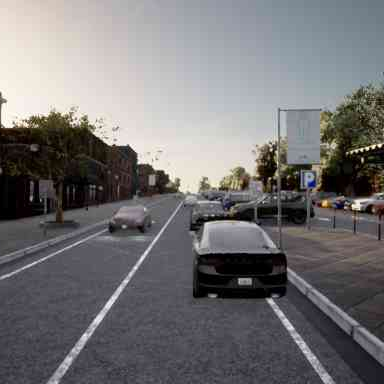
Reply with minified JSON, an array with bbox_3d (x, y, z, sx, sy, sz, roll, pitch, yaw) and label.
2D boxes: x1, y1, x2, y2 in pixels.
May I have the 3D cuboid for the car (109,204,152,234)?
[{"bbox_3d":[-3.402,1.453,19.004,1.812,1.442,4.674,0,0,0],"label":"car"}]

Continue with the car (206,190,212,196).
[{"bbox_3d":[5.514,0.910,54.064,5.566,2.045,2.435,0,1,0],"label":"car"}]

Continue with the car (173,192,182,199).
[{"bbox_3d":[-3.476,0.839,80.423,2.128,1.511,4.902,0,1,0],"label":"car"}]

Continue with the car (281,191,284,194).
[{"bbox_3d":[18.625,0.832,60.234,5.566,2.045,2.435,0,1,0],"label":"car"}]

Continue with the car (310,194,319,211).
[{"bbox_3d":[18.636,1.308,43.576,4.792,1.488,2.163,0,1,0],"label":"car"}]

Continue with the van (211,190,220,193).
[{"bbox_3d":[5.670,0.972,51.265,4.442,1.987,1.878,0,1,0],"label":"van"}]

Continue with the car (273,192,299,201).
[{"bbox_3d":[18.604,0.887,65.788,4.553,1.767,2.185,0,1,0],"label":"car"}]

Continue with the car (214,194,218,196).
[{"bbox_3d":[5.618,1.311,42.849,4.792,1.488,2.163,0,0,0],"label":"car"}]

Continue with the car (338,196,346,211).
[{"bbox_3d":[18.694,1.333,35.250,4.892,1.521,2.231,0,0,0],"label":"car"}]

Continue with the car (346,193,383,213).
[{"bbox_3d":[18.683,1.095,32.474,5.566,2.045,2.435,0,0,0],"label":"car"}]

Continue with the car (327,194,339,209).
[{"bbox_3d":[18.684,1.316,38.027,5.008,1.535,2.097,0,0,0],"label":"car"}]

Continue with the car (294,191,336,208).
[{"bbox_3d":[18.614,0.970,49.131,5.566,2.045,2.435,0,1,0],"label":"car"}]

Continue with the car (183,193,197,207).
[{"bbox_3d":[-0.114,1.266,45.690,1.812,1.442,4.674,0,1,0],"label":"car"}]

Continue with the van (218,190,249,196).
[{"bbox_3d":[5.496,1.094,37.242,4.442,1.987,1.878,0,0,0],"label":"van"}]

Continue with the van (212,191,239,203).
[{"bbox_3d":[5.647,0.900,56.869,4.442,1.987,1.878,0,1,0],"label":"van"}]

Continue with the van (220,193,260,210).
[{"bbox_3d":[5.717,1.075,40.044,4.442,1.987,1.878,0,0,0],"label":"van"}]

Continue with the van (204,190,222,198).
[{"bbox_3d":[5.297,0.539,84.898,4.442,1.987,1.878,0,1,0],"label":"van"}]

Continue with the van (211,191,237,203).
[{"bbox_3d":[5.635,0.864,59.672,4.442,1.987,1.878,0,1,0],"label":"van"}]

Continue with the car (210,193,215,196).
[{"bbox_3d":[5.572,1.228,48.459,4.892,1.521,2.231,0,1,0],"label":"car"}]

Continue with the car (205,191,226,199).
[{"bbox_3d":[5.417,0.747,76.491,4.553,1.767,2.185,0,1,0],"label":"car"}]

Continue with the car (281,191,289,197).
[{"bbox_3d":[18.794,1.116,57.462,5.366,1.575,1.946,0,1,0],"label":"car"}]

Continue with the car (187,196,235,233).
[{"bbox_3d":[0.923,1.281,18.475,2.097,1.767,4.553,0,0,0],"label":"car"}]

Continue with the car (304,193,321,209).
[{"bbox_3d":[18.683,1.280,46.360,4.792,1.488,2.163,0,1,0],"label":"car"}]

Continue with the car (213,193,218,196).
[{"bbox_3d":[5.575,1.296,45.657,4.674,1.452,2.002,0,1,0],"label":"car"}]

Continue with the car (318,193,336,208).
[{"bbox_3d":[18.862,1.294,40.805,5.366,1.575,1.946,0,0,0],"label":"car"}]

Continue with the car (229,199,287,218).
[{"bbox_3d":[5.650,1.403,28.830,4.674,1.452,2.002,0,0,0],"label":"car"}]

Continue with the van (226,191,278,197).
[{"bbox_3d":[5.753,1.124,31.633,4.442,1.987,1.878,0,0,0],"label":"van"}]

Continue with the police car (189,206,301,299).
[{"bbox_3d":[0.951,1.404,8.603,1.930,1.638,5.238,0,0,0],"label":"police car"}]

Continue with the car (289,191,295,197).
[{"bbox_3d":[18.659,0.939,51.908,5.566,2.045,2.435,0,1,0],"label":"car"}]

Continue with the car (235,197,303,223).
[{"bbox_3d":[5.474,1.374,26.026,5.366,1.575,1.946,0,0,0],"label":"car"}]

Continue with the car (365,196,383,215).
[{"bbox_3d":[18.729,1.360,29.699,5.008,1.535,2.097,0,0,0],"label":"car"}]

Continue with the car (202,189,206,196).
[{"bbox_3d":[5.443,0.694,70.883,5.566,2.045,2.435,0,1,0],"label":"car"}]

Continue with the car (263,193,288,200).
[{"bbox_3d":[18.544,0.906,74.116,4.892,1.521,2.231,0,1,0],"label":"car"}]

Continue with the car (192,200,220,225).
[{"bbox_3d":[0.907,1.403,24.513,1.837,1.490,4.892,0,0,0],"label":"car"}]

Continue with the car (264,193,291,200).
[{"bbox_3d":[18.365,0.938,71.338,5.366,1.575,1.946,0,1,0],"label":"car"}]

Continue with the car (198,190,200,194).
[{"bbox_3d":[-0.166,0.958,59.105,2.097,1.767,4.553,0,1,0],"label":"car"}]
